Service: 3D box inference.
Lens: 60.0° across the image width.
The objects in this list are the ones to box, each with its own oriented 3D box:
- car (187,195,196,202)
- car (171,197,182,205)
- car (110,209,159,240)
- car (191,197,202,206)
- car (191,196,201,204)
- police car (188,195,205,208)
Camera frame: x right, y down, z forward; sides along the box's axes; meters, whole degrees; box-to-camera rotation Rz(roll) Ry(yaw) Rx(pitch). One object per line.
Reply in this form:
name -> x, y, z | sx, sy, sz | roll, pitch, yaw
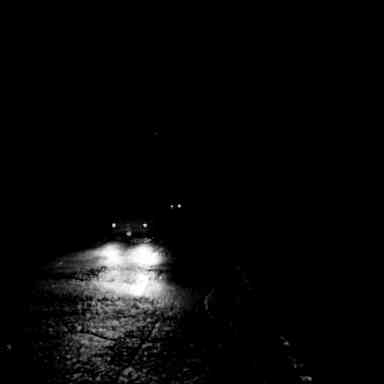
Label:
car -> -0.011, 1.510, 81.312 | 2.128, 1.511, 4.902 | 0, 0, 0
car -> -2.792, 1.593, 59.570 | 2.033, 1.411, 5.357 | 0, 0, 1
car -> -2.852, 1.600, 17.323 | 1.895, 1.301, 4.718 | 0, 0, 0
car -> 0.817, 1.568, 57.647 | 1.812, 1.442, 4.674 | 0, 0, 0
car -> 0.816, 1.559, 63.647 | 1.837, 1.490, 4.892 | 0, 0, 0
police car -> 0.818, 1.451, 47.757 | 1.930, 1.638, 5.238 | 0, 0, 0
